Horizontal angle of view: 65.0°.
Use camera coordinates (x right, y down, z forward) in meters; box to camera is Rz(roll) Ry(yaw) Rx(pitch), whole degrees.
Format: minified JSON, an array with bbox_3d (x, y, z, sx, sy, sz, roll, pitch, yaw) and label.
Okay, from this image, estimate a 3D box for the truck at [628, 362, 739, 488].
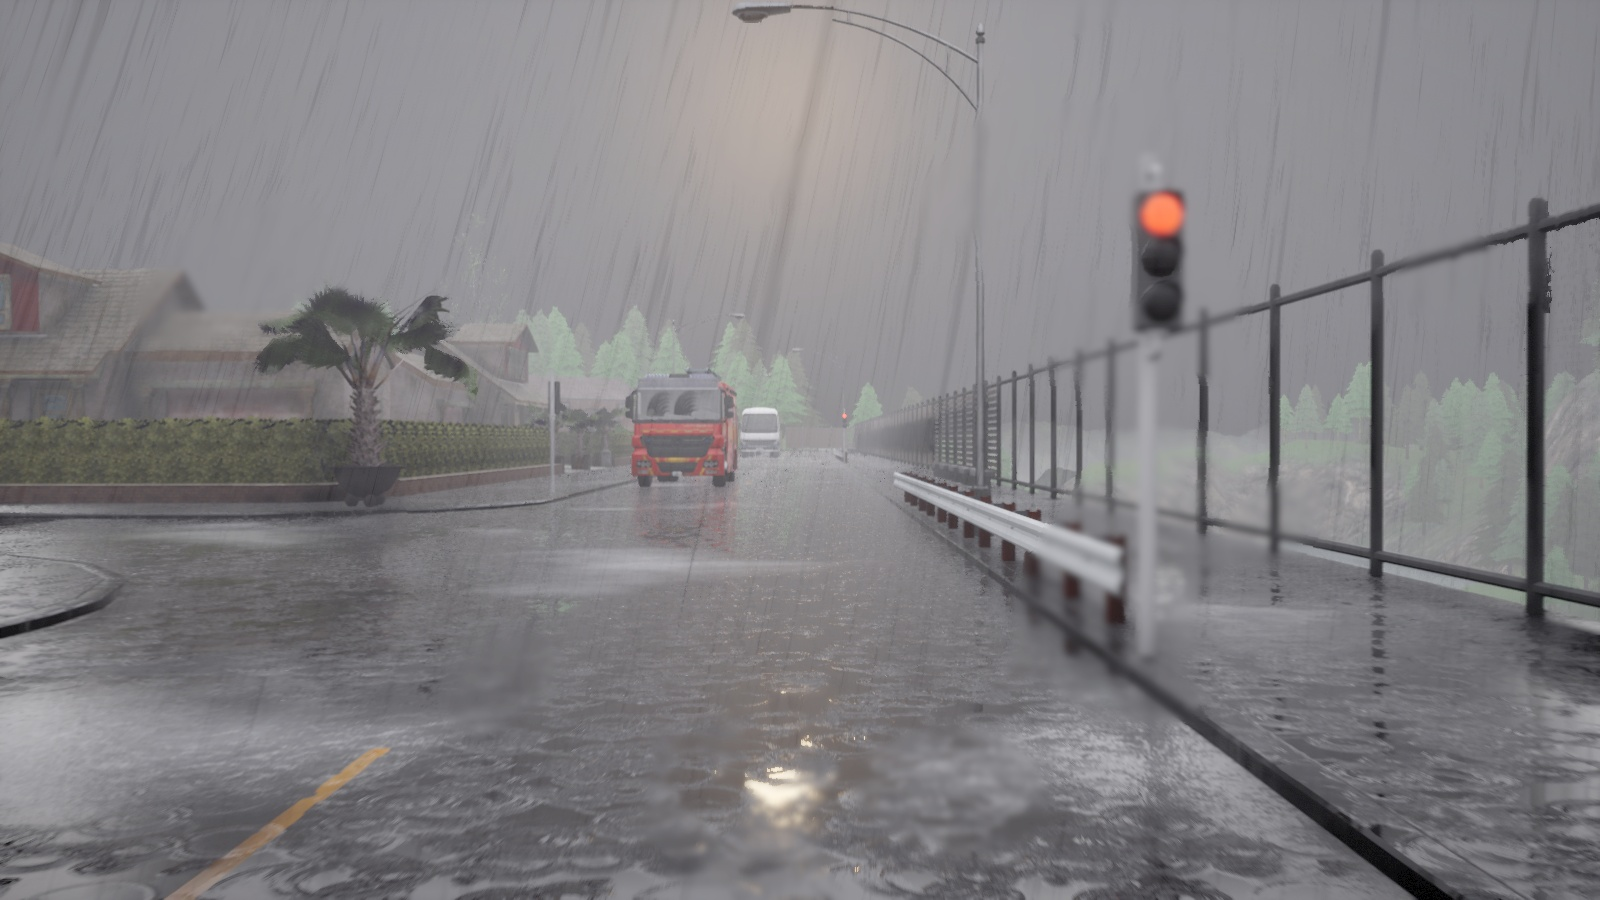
[{"bbox_3d":[-3.744,-0.785,42.366,2.891,3.827,8.468,0,0,0],"label":"truck"}]
